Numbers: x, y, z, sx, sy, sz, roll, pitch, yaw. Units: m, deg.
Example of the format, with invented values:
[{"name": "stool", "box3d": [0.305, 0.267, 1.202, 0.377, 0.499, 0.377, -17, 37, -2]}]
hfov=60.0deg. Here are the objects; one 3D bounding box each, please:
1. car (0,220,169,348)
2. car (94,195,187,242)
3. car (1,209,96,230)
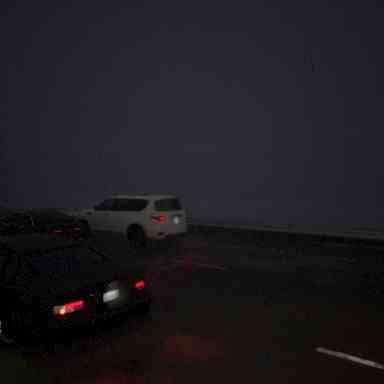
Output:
[{"name": "car", "box3d": [-3.189, 1.505, 6.224, 5.357, 1.411, 2.033, 1, 0, 36]}, {"name": "car", "box3d": [-2.789, 1.148, 14.565, 5.566, 2.045, 2.150, 1, 0, 36]}, {"name": "car", "box3d": [-6.063, 1.422, 12.603, 4.892, 1.490, 1.837, 1, 1, 36]}]
